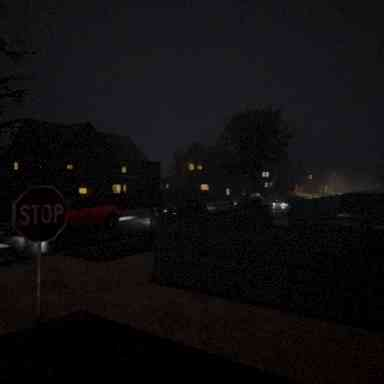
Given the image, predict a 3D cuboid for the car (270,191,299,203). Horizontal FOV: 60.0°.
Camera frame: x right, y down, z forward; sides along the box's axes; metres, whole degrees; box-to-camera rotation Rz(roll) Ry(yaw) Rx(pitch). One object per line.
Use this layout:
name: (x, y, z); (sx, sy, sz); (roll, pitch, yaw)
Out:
car: (11.394, 0.541, 40.549); (2.033, 1.411, 5.357); (1, 2, 36)

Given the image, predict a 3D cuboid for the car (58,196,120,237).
car: (-5.819, 1.041, 16.404); (2.097, 1.767, 4.553); (1, 2, 35)

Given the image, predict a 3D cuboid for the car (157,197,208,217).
car: (-0.607, 1.041, 23.742); (1.994, 1.385, 4.181); (1, 2, 35)

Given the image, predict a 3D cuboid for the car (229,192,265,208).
car: (5.360, 0.727, 32.121); (2.128, 1.511, 4.902); (1, 2, 36)
